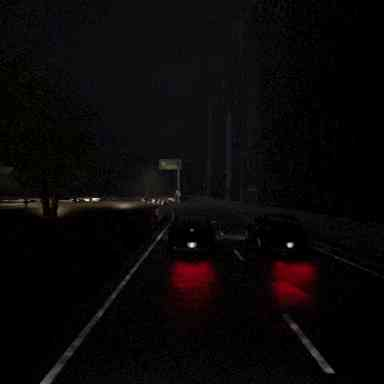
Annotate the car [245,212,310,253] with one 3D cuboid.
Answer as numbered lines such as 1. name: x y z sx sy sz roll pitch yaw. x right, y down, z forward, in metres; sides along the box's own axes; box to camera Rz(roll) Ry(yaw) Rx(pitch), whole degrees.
1. car: 3.500 1.643 14.287 1.837 1.490 4.892 0 0 0

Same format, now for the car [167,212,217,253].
1. car: 0.001 1.643 14.294 1.837 1.490 4.892 0 0 0
